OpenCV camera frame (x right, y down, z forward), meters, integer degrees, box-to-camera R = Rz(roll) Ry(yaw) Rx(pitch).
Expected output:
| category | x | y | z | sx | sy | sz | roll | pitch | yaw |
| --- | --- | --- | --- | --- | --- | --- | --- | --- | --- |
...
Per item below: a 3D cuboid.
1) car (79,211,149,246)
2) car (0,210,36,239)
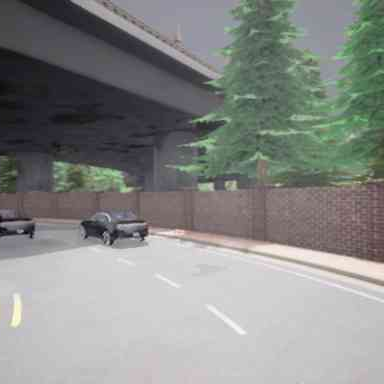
| category | x | y | z | sx | sy | sz | roll | pitch | yaw |
| --- | --- | --- | --- | --- | --- | --- | --- | --- | --- |
| car | -3.980 | 1.679 | 16.473 | 2.128 | 1.511 | 4.902 | 0 | -1 | -39 |
| car | -10.133 | 1.747 | 18.071 | 2.128 | 1.511 | 4.902 | 0 | -1 | -44 |
